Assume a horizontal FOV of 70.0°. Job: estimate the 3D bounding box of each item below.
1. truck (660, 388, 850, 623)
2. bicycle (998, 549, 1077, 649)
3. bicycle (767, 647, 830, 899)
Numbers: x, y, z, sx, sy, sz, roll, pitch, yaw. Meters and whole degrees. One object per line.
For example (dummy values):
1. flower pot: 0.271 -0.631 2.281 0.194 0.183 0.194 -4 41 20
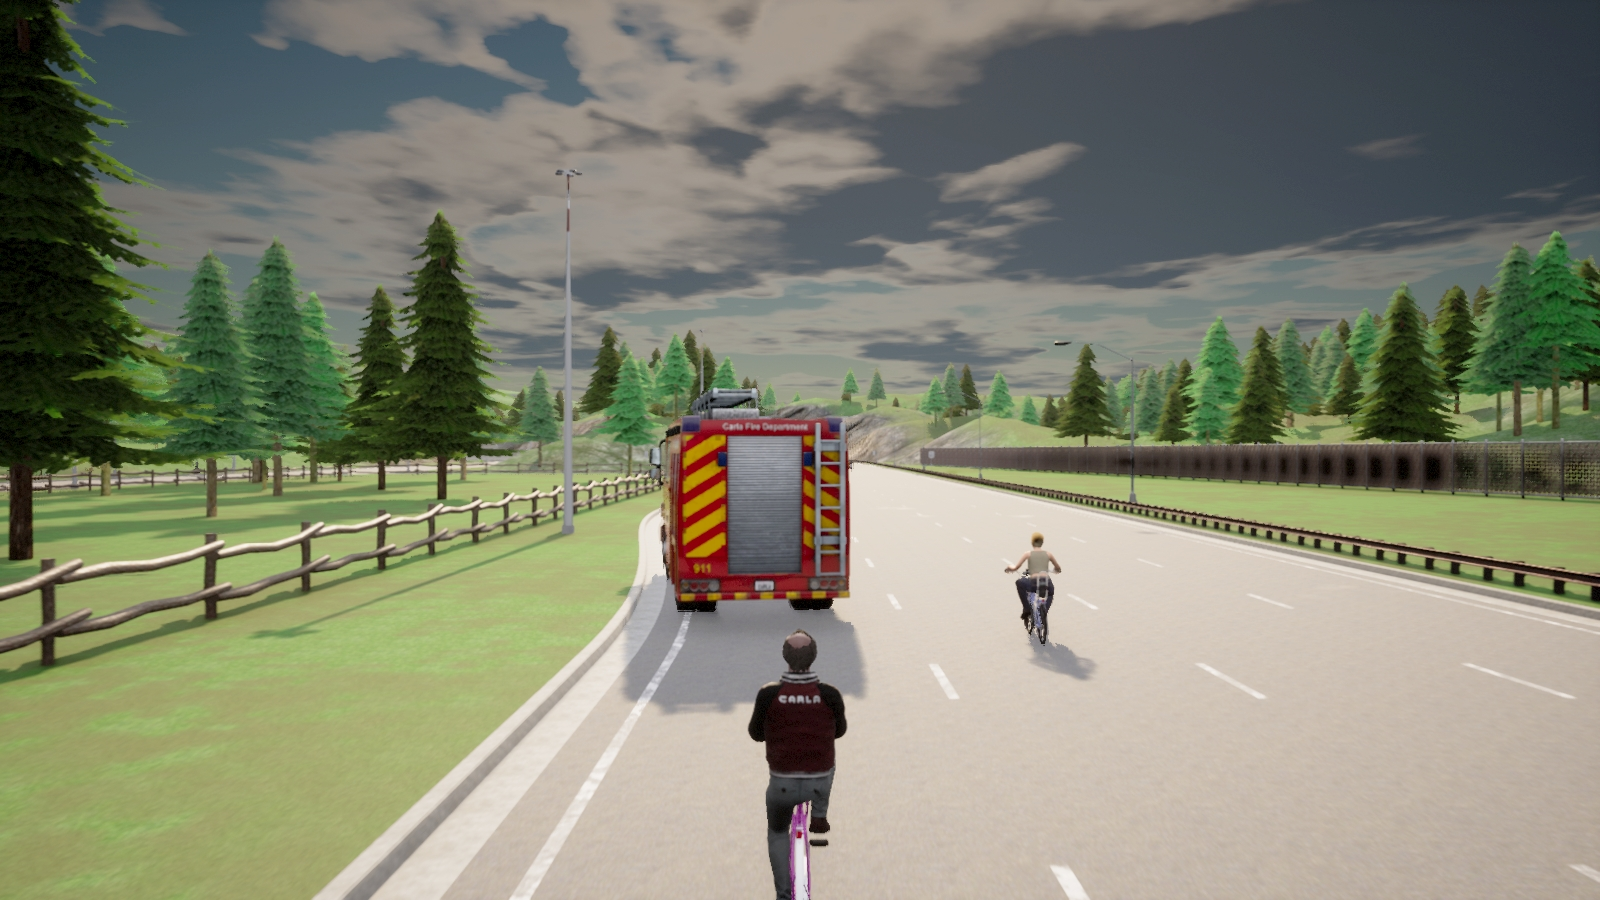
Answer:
1. truck: -1.234 0.904 23.029 2.891 3.827 8.468 0 0 -9
2. bicycle: 3.483 2.168 16.886 0.859 1.277 1.487 0 0 0
3. bicycle: -0.008 2.065 6.794 0.329 1.471 1.835 0 0 0
